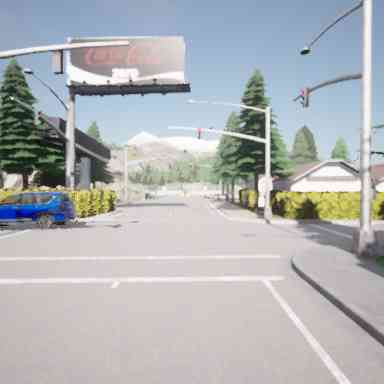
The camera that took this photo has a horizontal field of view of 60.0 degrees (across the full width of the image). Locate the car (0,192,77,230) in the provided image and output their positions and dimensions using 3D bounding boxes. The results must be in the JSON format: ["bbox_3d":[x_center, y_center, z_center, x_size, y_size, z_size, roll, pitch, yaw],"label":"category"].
[{"bbox_3d":[-9.566,1.061,19.157,5.566,2.045,2.150,-1,1,0],"label":"car"}]
